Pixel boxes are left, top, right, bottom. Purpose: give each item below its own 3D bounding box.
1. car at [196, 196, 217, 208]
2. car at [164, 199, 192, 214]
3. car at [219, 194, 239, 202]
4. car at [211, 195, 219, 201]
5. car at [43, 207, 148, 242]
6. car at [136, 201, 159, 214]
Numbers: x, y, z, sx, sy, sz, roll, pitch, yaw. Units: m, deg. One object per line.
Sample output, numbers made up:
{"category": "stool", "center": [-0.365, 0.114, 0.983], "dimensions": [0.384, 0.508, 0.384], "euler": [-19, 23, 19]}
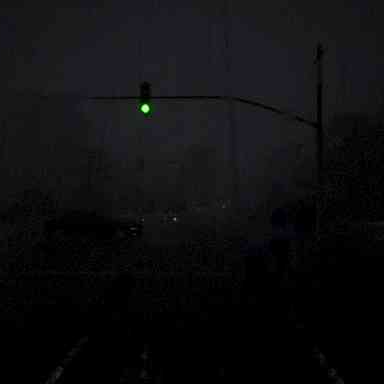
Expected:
{"category": "car", "center": [2.214, 1.815, 55.572], "dimensions": [1.994, 1.385, 4.181], "euler": [0, 2, 22]}
{"category": "car", "center": [-1.997, 2.032, 43.302], "dimensions": [2.033, 1.411, 5.357], "euler": [0, 0, 16]}
{"category": "car", "center": [8.103, 1.191, 68.130], "dimensions": [2.033, 1.411, 5.357], "euler": [0, 3, 27]}
{"category": "car", "center": [4.719, 1.241, 69.241], "dimensions": [2.033, 1.411, 5.357], "euler": [0, 3, 27]}
{"category": "car", "center": [-5.061, 1.708, 17.227], "dimensions": [5.008, 1.535, 1.882], "euler": [0, -1, 3]}
{"category": "car", "center": [-5.745, 1.990, 42.691], "dimensions": [2.128, 1.511, 4.902], "euler": [0, 0, 15]}
